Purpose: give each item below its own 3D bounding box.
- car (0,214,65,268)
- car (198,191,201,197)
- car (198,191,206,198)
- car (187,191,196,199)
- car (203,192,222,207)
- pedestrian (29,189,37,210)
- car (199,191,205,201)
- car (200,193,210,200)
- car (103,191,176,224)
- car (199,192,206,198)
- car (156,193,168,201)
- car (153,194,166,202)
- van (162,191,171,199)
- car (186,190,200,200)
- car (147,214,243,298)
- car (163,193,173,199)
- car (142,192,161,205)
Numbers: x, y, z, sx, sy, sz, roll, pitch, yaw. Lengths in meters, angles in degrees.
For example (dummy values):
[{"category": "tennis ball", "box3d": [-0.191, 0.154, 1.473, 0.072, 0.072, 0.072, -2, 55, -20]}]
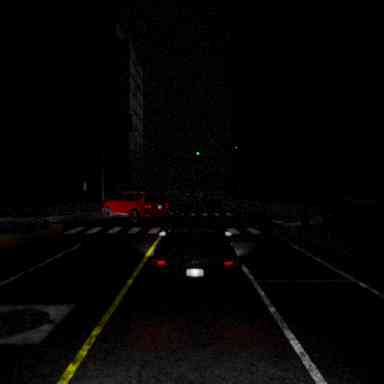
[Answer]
[{"category": "car", "box3d": [-5.766, 1.430, 10.912, 1.752, 1.417, 4.829, 0, 0, 0]}, {"category": "car", "box3d": [2.743, 1.000, 64.804, 1.887, 1.381, 4.507, 0, 0, 0]}, {"category": "car", "box3d": [2.735, 0.553, 91.989, 2.192, 1.841, 5.009, 0, 0, 0]}, {"category": "car", "box3d": [-0.023, 0.692, 79.593, 2.097, 1.767, 4.553, 0, 0, 0]}, {"category": "car", "box3d": [2.750, 1.074, 43.053, 1.967, 1.590, 4.097, 0, 0, 0]}, {"category": "pedestrian", "box3d": [-13.775, 0.646, 28.775, 0.375, 1.860, 0.375, 0, -1, 0]}, {"category": "car", "box3d": [2.745, 1.051, 59.366, 2.008, 1.369, 4.403, 0, 0, 0]}, {"category": "car", "box3d": [2.742, 0.956, 70.241, 1.887, 1.381, 4.507, 0, 0, 0]}, {"category": "car", "box3d": [-3.909, 0.977, 22.664, 2.150, 2.045, 5.566, 1, 0, -44]}, {"category": "car", "box3d": [2.737, 0.805, 86.723, 1.752, 1.417, 4.829, 0, 0, 0]}, {"category": "car", "box3d": [-5.782, 0.982, 64.631, 1.752, 1.417, 4.829, 0, 0, 0]}, {"category": "car", "box3d": [-5.780, 1.081, 59.364, 1.802, 1.307, 4.206, 0, 0, 0]}, {"category": "van", "box3d": [-5.786, 0.709, 75.674, 1.690, 1.788, 3.998, 0, 0, 0]}, {"category": "car", "box3d": [-0.020, 0.645, 68.978, 2.150, 2.045, 5.566, 0, 0, 0]}, {"category": "car", "box3d": [0.082, 1.490, 8.369, 1.994, 1.385, 4.181, 0, 0, 1]}, {"category": "car", "box3d": [-5.787, 0.875, 81.113, 2.008, 1.369, 4.403, 0, 0, 0]}, {"category": "car", "box3d": [-5.777, 0.904, 48.487, 2.192, 1.841, 5.009, 0, 0, 0]}]
